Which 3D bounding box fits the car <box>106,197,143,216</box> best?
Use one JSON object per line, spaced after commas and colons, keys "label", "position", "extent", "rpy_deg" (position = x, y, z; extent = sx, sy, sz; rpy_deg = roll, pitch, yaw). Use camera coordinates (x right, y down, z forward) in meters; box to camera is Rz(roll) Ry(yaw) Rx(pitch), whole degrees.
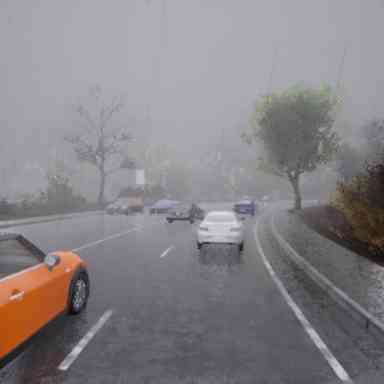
{"label": "car", "position": [-6.115, 1.282, 31.081], "extent": [2.097, 1.767, 4.553], "rpy_deg": [0, 0, 16]}

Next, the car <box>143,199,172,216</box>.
{"label": "car", "position": [-2.432, 1.425, 31.332], "extent": [1.882, 1.535, 5.008], "rpy_deg": [0, 0, 17]}

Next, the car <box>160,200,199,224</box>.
{"label": "car", "position": [-0.403, 1.515, 24.616], "extent": [2.033, 1.411, 5.357], "rpy_deg": [0, 0, 13]}

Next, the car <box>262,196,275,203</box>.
{"label": "car", "position": [15.469, 1.492, 68.239], "extent": [1.812, 1.442, 4.674], "rpy_deg": [1, 0, 36]}

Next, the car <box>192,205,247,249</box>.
{"label": "car", "position": [1.298, 1.514, 14.376], "extent": [1.812, 1.442, 4.674], "rpy_deg": [0, 0, 8]}

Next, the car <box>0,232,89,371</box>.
{"label": "car", "position": [-3.123, 1.336, 4.686], "extent": [2.097, 1.767, 4.553], "rpy_deg": [0, 0, 3]}

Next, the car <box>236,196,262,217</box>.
{"label": "car", "position": [5.261, 1.463, 31.961], "extent": [1.882, 1.535, 5.008], "rpy_deg": [0, 0, 17]}
